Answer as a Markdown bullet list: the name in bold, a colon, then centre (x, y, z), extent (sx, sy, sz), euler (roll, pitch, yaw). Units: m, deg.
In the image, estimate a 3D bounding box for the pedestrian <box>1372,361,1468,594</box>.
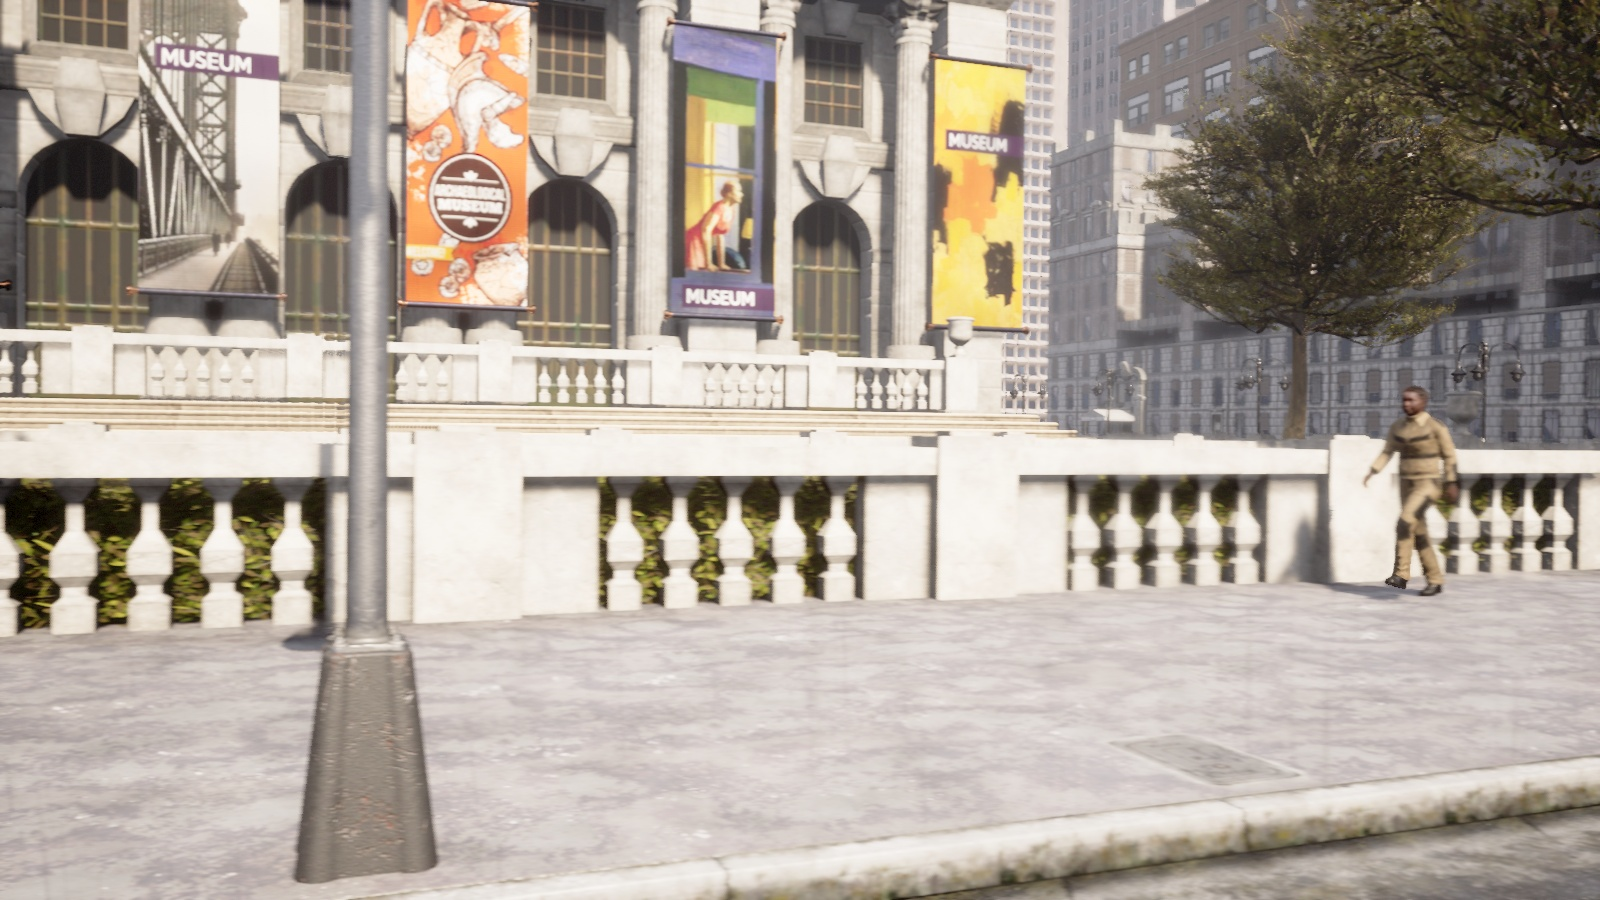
- **pedestrian**: centre (5.310, 0.223, 10.760), extent (0.692, 1.930, 0.396), euler (-1, 1, -26)
